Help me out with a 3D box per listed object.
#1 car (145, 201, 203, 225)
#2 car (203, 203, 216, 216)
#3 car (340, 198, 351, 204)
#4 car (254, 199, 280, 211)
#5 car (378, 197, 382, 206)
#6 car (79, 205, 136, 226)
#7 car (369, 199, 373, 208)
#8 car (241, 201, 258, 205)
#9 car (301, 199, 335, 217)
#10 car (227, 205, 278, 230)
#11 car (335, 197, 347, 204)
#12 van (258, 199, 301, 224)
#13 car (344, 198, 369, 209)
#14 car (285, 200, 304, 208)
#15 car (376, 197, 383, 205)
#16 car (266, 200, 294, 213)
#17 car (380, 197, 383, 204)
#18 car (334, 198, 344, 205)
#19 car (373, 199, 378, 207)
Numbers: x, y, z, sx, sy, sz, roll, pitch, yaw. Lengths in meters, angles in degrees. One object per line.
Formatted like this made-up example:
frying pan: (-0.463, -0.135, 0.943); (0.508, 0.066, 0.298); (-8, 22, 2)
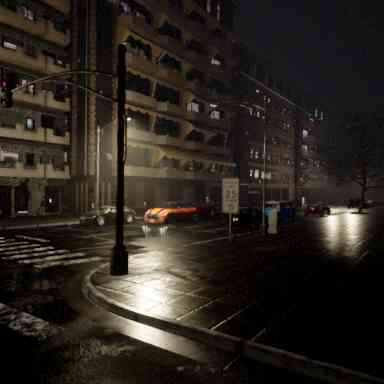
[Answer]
car: (-1.515, 1.504, 25.496); (2.097, 1.767, 4.553); (1, 0, 36)
car: (0.607, 1.713, 32.768); (1.887, 1.381, 4.507); (1, 0, 36)
car: (39.821, 2.222, 86.141); (1.752, 1.417, 4.829); (1, 0, 36)
car: (10.437, 1.745, 46.146); (1.967, 1.590, 4.097); (1, 0, 36)
car: (36.841, 2.253, 67.932); (1.887, 1.381, 4.507); (1, 0, 36)
car: (-5.946, 1.628, 23.850); (2.008, 1.369, 4.403); (1, 0, 36)
car: (30.288, 2.203, 59.014); (1.802, 1.307, 4.206); (1, 0, 36)
car: (7.159, 1.842, 41.687); (1.802, 1.307, 4.206); (1, 0, 36)
car: (13.909, 1.838, 36.719); (1.967, 1.590, 4.097); (1, 0, 36)
car: (4.079, 1.828, 23.341); (1.947, 1.339, 4.313); (1, 0, 36)
car: (36.647, 2.096, 81.819); (1.967, 1.590, 4.097); (1, 0, 36)
van: (7.357, 1.648, 27.801); (1.690, 1.788, 3.998); (1, 0, 36)
car: (27.015, 1.892, 54.556); (2.192, 1.841, 5.009); (1, 0, 36)
car: (16.988, 1.976, 55.064); (1.802, 1.307, 4.206); (1, 0, 36)
car: (46.673, 2.152, 81.311); (2.192, 1.841, 5.009); (1, 0, 36)
car: (11.500, 1.859, 43.156); (1.812, 1.442, 4.674); (1, 0, 37)
car: (40.117, 2.302, 72.392); (2.008, 1.369, 4.403); (1, 0, 36)
car: (33.369, 2.179, 77.360); (1.947, 1.339, 4.313); (1, 0, 36)
car: (33.565, 2.105, 63.474); (1.967, 1.590, 4.097); (1, 0, 36)
